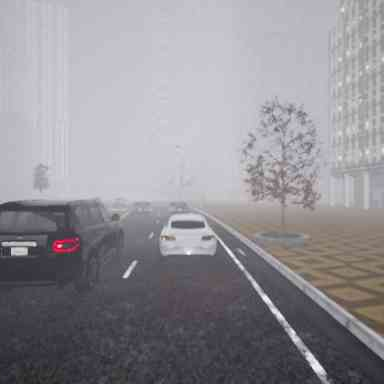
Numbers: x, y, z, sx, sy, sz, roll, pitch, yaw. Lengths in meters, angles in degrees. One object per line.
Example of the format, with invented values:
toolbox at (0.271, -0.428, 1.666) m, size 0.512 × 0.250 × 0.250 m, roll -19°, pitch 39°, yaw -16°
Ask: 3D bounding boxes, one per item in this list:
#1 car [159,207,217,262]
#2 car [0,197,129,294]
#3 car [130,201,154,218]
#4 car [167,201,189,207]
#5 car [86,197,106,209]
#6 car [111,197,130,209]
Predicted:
car at (-0.175, 1.501, 11.962) m, size 1.812 × 1.442 × 4.674 m, roll 0°, pitch 0°, yaw -2°
car at (-3.316, 1.206, 8.942) m, size 2.150 × 2.045 × 5.566 m, roll 0°, pitch 0°, yaw -1°
car at (-4.439, 1.487, 29.460) m, size 2.033 × 1.411 × 5.357 m, roll 0°, pitch 0°, yaw -5°
car at (-1.182, 1.484, 29.479) m, size 2.033 × 1.411 × 5.357 m, roll 0°, pitch 0°, yaw -5°
car at (-12.709, 1.417, 44.186) m, size 1.837 × 1.490 × 4.892 m, roll 0°, pitch 0°, yaw -7°
car at (-9.427, 1.457, 44.223) m, size 2.033 × 1.411 × 5.357 m, roll 0°, pitch 0°, yaw -7°
